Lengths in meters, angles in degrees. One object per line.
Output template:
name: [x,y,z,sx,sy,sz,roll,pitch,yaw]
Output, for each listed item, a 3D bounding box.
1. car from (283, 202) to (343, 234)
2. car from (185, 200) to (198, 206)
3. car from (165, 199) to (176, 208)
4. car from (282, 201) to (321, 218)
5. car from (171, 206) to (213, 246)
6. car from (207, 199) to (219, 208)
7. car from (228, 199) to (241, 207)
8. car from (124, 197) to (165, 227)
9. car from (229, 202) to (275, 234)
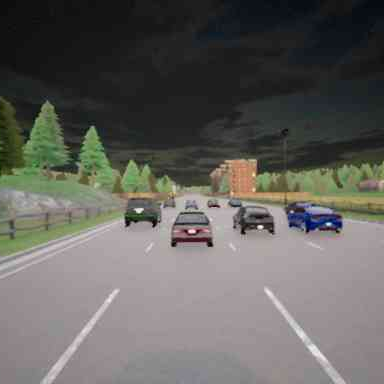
car: [7.028,1.523,19.589,1.882,1.535,5.008,-1,0,0]
car: [-0.092,1.845,50.627,2.033,1.411,5.357,-1,0,0]
car: [-3.613,1.849,54.792,2.128,1.511,4.902,-1,0,0]
car: [10.483,1.634,32.396,2.033,1.411,5.357,-1,0,0]
car: [0.010,1.640,15.780,2.033,1.411,5.357,-1,0,0]
car: [3.393,1.830,53.858,2.033,1.411,5.357,-1,0,0]
car: [6.896,1.808,53.358,1.994,1.385,4.181,-1,0,0]
car: [-3.490,1.400,24.418,2.150,2.045,5.566,-1,0,0]
car: [3.530,1.585,19.646,1.837,1.490,4.892,-1,0,0]
